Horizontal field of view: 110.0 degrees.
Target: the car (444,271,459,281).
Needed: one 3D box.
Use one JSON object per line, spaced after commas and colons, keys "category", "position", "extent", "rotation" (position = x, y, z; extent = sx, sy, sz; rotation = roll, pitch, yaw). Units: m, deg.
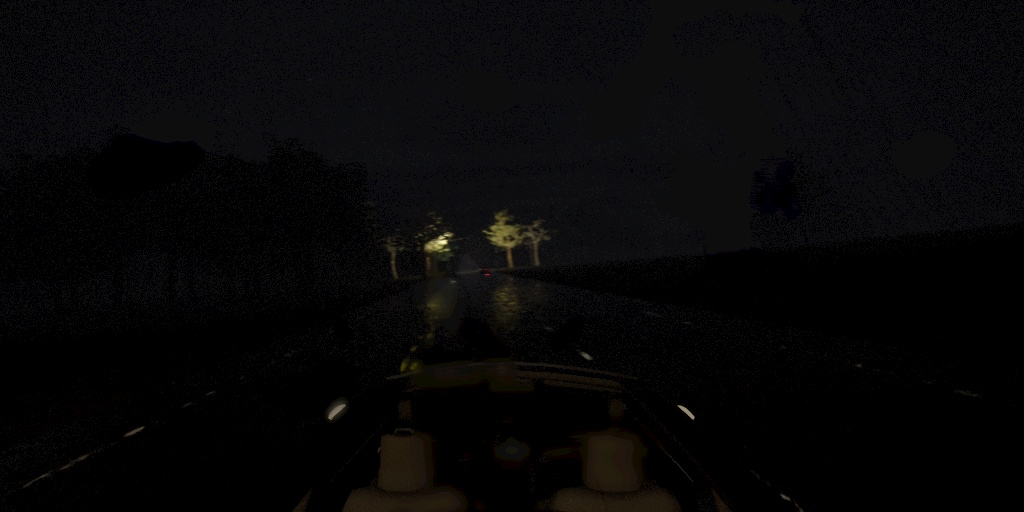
{"category": "car", "position": [-9.541, 3.113, 56.910], "extent": [1.994, 1.385, 4.181], "rotation": [-4, -1, -1]}
